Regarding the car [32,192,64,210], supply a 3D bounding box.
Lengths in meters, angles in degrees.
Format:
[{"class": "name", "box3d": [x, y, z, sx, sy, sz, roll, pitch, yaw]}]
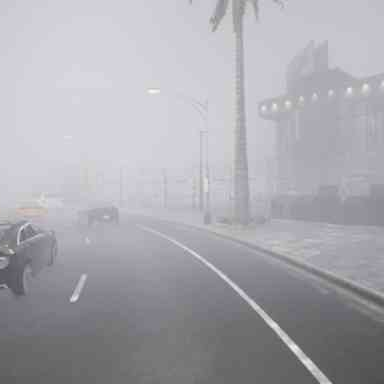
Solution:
[{"class": "car", "box3d": [-14.555, 1.011, 32.719, 2.150, 2.045, 5.566, -1, 1, -42]}]

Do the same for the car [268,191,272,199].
[{"class": "car", "box3d": [11.328, 0.917, 49.343, 2.002, 1.452, 4.674, -1, 1, -45]}]

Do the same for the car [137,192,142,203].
[{"class": "car", "box3d": [-8.586, 0.829, 53.148, 2.185, 1.767, 4.553, -1, 1, -45]}]

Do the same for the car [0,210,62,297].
[{"class": "car", "box3d": [-4.678, 1.443, 8.260, 2.128, 1.511, 4.902, 0, 0, -12]}]

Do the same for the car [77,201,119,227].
[{"class": "car", "box3d": [-6.203, 1.319, 21.647, 1.882, 1.535, 5.008, -1, 0, -29]}]

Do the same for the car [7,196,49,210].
[{"class": "car", "box3d": [-12.760, 1.322, 25.395, 1.882, 1.535, 5.008, 0, 0, -37]}]
